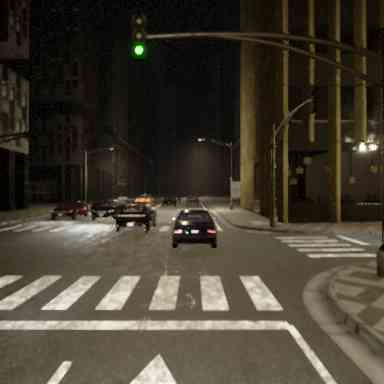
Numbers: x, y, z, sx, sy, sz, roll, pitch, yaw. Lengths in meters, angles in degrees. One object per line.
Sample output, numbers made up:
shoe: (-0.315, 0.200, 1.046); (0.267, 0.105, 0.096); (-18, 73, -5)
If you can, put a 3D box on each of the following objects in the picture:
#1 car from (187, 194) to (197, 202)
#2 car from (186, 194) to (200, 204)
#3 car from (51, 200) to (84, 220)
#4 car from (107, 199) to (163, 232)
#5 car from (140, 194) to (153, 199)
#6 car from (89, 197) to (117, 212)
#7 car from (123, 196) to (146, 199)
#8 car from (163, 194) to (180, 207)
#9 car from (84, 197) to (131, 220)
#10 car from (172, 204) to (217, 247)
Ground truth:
car: (0.009, 1.172, 68.034); (1.837, 1.490, 4.892); (0, 0, 0)
car: (0.106, 1.260, 49.788); (2.128, 1.511, 4.902); (0, 0, 0)
car: (-9.841, 1.415, 27.200); (1.812, 1.442, 4.674); (0, 0, 0)
car: (-3.146, 1.419, 19.385); (2.128, 1.511, 4.902); (0, 0, 0)
car: (-6.532, 1.141, 46.054); (2.097, 1.767, 4.553); (0, 0, 0)
car: (-9.829, 1.363, 37.172); (1.812, 1.442, 4.674); (0, 0, 0)
car: (-6.585, 1.445, 35.851); (1.895, 1.301, 4.718); (0, 0, 0)
car: (-3.144, 1.256, 47.834); (1.882, 1.535, 5.008); (0, 0, 0)
car: (-6.594, 1.384, 26.587); (2.128, 1.511, 4.902); (0, 0, 0)
car: (0.102, 1.493, 14.731); (2.033, 1.411, 5.357); (0, 0, 0)
